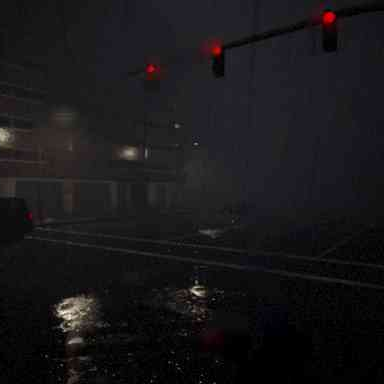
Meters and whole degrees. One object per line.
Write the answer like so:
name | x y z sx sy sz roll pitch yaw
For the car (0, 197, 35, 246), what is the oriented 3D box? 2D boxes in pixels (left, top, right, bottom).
car | -9.288 1.251 13.364 2.150 2.045 5.566 0 0 35

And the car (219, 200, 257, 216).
car | 4.771 1.552 33.495 2.033 1.411 5.357 0 0 35
